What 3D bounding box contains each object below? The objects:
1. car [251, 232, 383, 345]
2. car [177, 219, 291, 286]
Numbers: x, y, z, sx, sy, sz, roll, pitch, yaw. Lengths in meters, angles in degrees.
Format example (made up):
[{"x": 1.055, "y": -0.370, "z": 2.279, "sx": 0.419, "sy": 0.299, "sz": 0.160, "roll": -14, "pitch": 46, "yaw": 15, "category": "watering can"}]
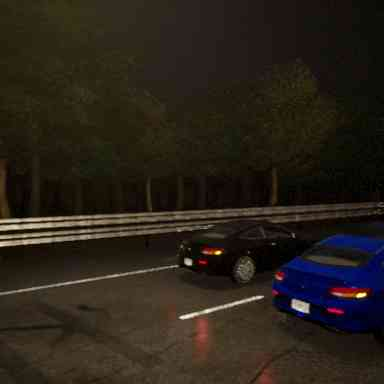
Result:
[{"x": 3.463, "y": 1.498, "z": 6.217, "sx": 4.674, "sy": 1.442, "sz": 1.812, "roll": 0, "pitch": 0, "yaw": -35, "category": "car"}, {"x": 1.777, "y": 1.496, "z": 9.315, "sx": 4.674, "sy": 1.442, "sz": 1.812, "roll": 0, "pitch": 0, "yaw": -35, "category": "car"}]
